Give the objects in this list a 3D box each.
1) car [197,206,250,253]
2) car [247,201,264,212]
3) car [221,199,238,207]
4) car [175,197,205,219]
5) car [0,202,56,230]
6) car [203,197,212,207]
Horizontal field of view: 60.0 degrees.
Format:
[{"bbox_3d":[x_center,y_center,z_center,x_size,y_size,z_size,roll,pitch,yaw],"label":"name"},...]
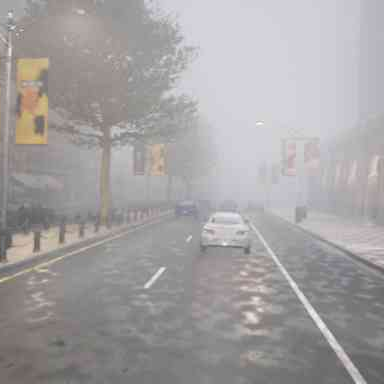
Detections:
[{"bbox_3d":[1.407,1.553,13.800,1.812,1.442,4.674,2,0,6],"label":"car"},{"bbox_3d":[7.771,1.772,41.091,1.895,1.301,4.718,2,0,6],"label":"car"},{"bbox_3d":[3.074,1.609,27.624,2.033,1.411,5.357,2,0,6],"label":"car"},{"bbox_3d":[-0.273,1.449,29.157,1.882,1.535,5.008,2,0,7],"label":"car"},{"bbox_3d":[-9.711,1.276,18.663,2.033,1.411,5.357,2,0,7],"label":"car"},{"bbox_3d":[1.701,1.489,46.540,1.882,1.535,5.008,2,0,7],"label":"car"}]
